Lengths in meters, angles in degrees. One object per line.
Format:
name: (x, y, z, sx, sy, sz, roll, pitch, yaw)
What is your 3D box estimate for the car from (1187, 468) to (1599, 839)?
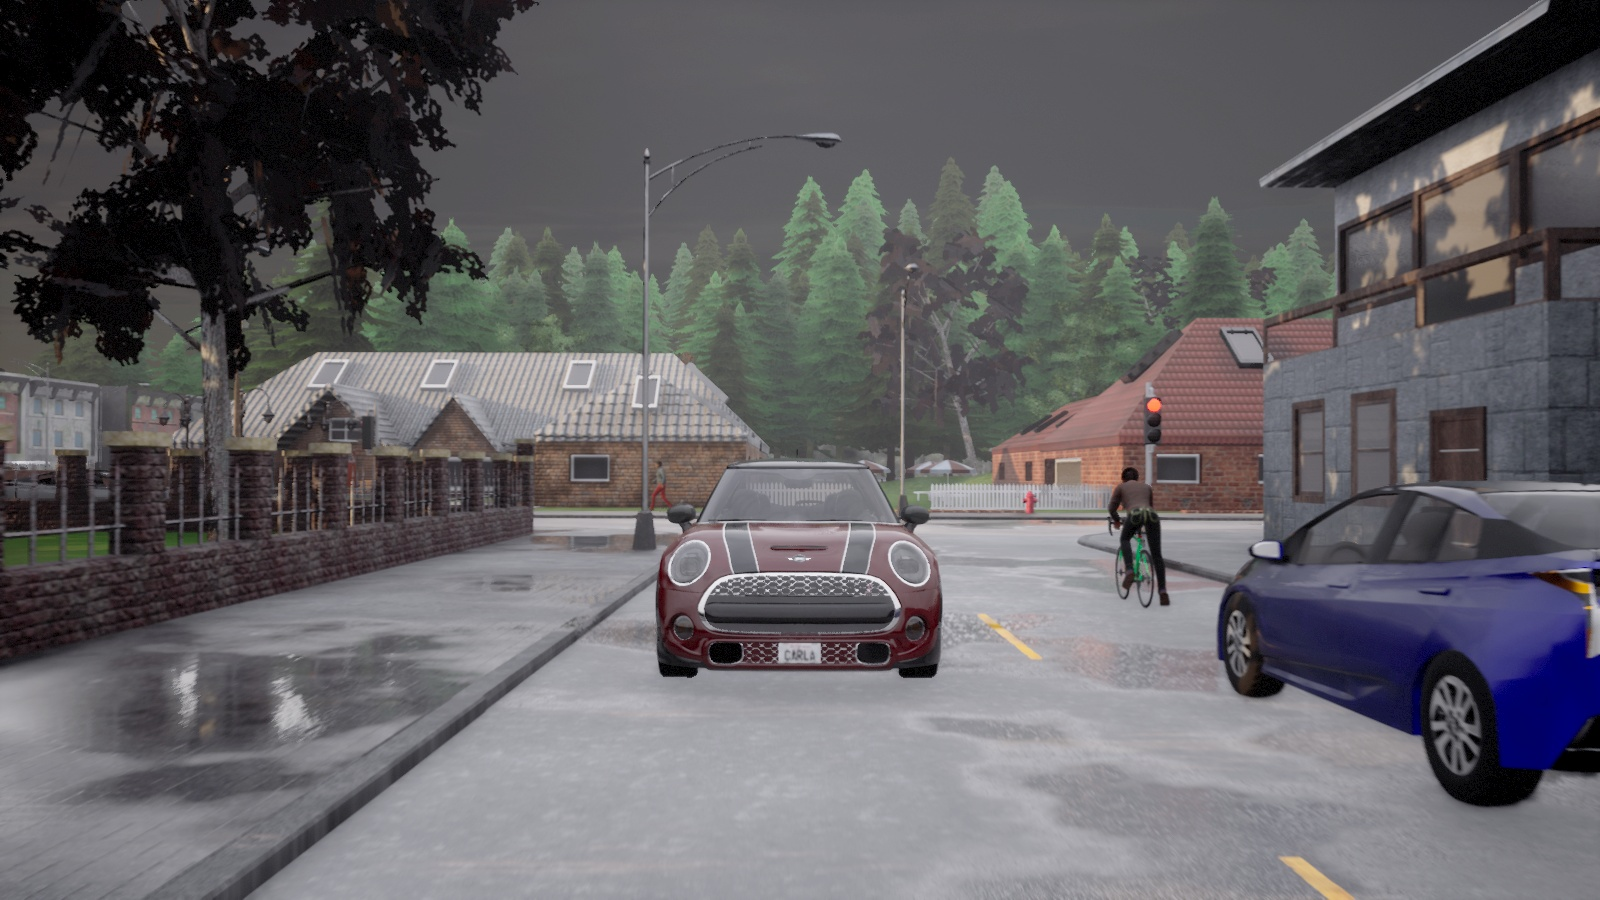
car: (3.990, 0.871, 7.433, 2.007, 1.525, 4.514, 0, -1, 0)

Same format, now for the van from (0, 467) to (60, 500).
van: (-49.349, 2.078, 79.722, 2.069, 2.038, 4.480, 0, -1, 0)

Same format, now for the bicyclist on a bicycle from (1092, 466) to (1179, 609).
bicyclist on a bicycle: (3.988, 1.005, 15.056, 0.582, 1.620, 1.656, 0, -1, 0)

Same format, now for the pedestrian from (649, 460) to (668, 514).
pedestrian: (-4.880, 1.271, 43.335, 0.614, 1.847, 0.353, 0, -1, -2)

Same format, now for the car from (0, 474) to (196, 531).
car: (-19.500, 1.427, 34.860, 4.514, 1.525, 2.007, 0, -1, -2)

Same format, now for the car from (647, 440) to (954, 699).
car: (-0.014, 0.857, 10.889, 2.097, 1.767, 4.553, 0, -1, 0)
